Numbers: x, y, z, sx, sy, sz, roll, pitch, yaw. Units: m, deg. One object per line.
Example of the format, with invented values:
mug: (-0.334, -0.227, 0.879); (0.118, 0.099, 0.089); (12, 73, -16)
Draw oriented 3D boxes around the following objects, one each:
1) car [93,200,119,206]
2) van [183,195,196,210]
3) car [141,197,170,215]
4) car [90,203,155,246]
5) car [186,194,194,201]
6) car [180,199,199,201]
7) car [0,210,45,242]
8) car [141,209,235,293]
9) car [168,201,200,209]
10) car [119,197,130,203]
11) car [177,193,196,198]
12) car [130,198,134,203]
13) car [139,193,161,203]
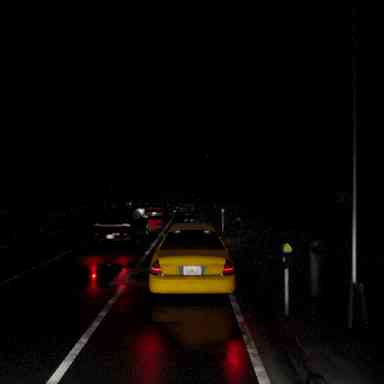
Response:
car: (-8.813, 1.583, 32.928); (1.802, 1.307, 4.206); (0, 0, 0)
van: (-0.287, 1.342, 43.983); (1.690, 1.788, 3.998); (0, 0, 0)
car: (-3.141, 1.508, 30.203); (1.837, 1.490, 4.892); (0, 0, 0)
car: (-3.142, 1.493, 15.205); (2.128, 1.511, 4.902); (0, 0, 0)
car: (-0.572, 1.469, 87.873); (1.967, 1.590, 4.097); (0, 0, -1)
car: (-0.287, 1.551, 27.412); (2.008, 1.369, 4.403); (0, 0, 0)
car: (-8.813, 1.566, 16.352); (1.947, 1.339, 4.313); (0, 0, 0)
car: (0.004, 1.457, 8.840); (1.801, 1.575, 5.366); (0, 0, 0)
car: (-0.287, 1.551, 21.888); (2.008, 1.369, 4.403); (0, 0, 0)
car: (-8.813, 1.567, 38.453); (1.947, 1.339, 4.313); (0, 0, 0)
car: (-0.287, 1.316, 38.459); (2.192, 1.841, 5.009); (0, 0, 0)
car: (-8.813, 1.441, 43.978); (1.967, 1.590, 4.097); (0, 0, 0)
car: (-6.147, 1.207, 47.621); (2.150, 2.045, 5.566); (0, 0, 0)
